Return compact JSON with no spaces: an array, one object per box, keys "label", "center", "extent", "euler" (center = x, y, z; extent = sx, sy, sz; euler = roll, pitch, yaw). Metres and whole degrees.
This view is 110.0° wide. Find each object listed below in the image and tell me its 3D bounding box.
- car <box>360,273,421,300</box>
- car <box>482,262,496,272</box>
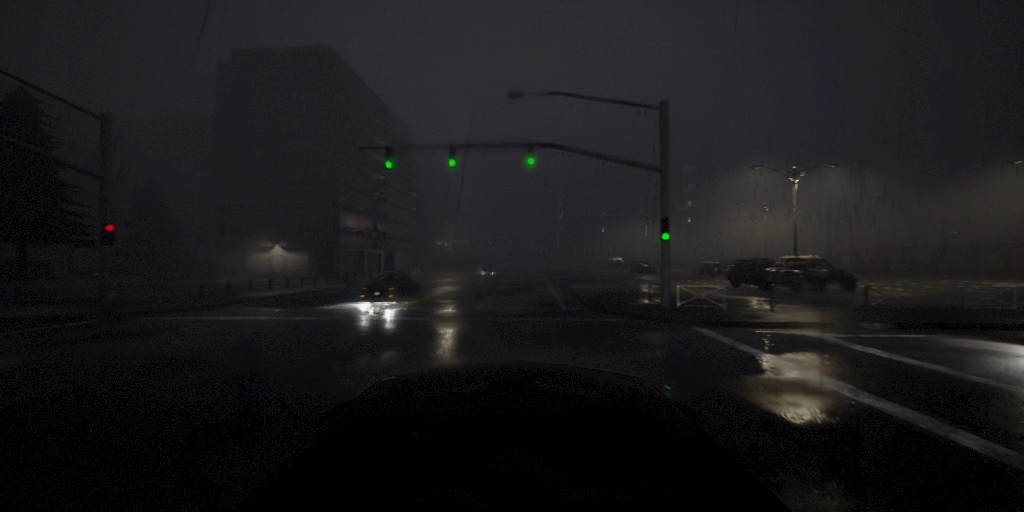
[{"label":"car","center":[-6.363,1.608,19.152],"extent":[1.994,1.385,4.181],"euler":[0,0,3]},{"label":"car","center":[-3.852,1.780,59.735],"extent":[1.882,1.535,5.008],"euler":[0,-1,4]}]
